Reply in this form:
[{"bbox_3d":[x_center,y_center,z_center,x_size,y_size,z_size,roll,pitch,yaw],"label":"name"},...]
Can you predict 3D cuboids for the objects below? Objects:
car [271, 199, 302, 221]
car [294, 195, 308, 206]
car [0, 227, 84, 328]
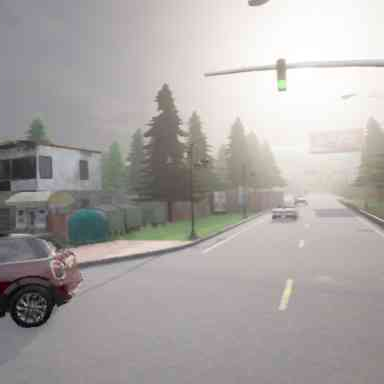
[{"bbox_3d":[7.596,1.533,26.932,1.895,1.301,4.718,-2,-1,21],"label":"car"},{"bbox_3d":[16.346,1.197,50.071,1.812,1.442,4.674,-2,-1,21],"label":"car"},{"bbox_3d":[-4.715,1.699,6.837,4.553,1.767,2.097,-3,-2,-9],"label":"car"}]
